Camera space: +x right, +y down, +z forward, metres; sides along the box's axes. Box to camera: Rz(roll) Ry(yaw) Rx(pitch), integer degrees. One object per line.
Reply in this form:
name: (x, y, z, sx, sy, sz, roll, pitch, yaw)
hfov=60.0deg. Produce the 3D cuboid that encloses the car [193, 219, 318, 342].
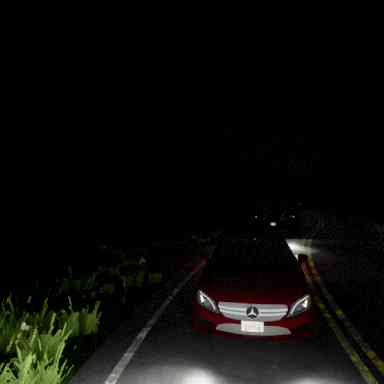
car: (1.231, 1.534, 6.725, 1.812, 1.442, 4.674, -1, 0, 11)

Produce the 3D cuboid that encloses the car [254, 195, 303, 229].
car: (5.010, 1.214, 18.908, 2.150, 2.045, 5.566, -2, -1, 22)
